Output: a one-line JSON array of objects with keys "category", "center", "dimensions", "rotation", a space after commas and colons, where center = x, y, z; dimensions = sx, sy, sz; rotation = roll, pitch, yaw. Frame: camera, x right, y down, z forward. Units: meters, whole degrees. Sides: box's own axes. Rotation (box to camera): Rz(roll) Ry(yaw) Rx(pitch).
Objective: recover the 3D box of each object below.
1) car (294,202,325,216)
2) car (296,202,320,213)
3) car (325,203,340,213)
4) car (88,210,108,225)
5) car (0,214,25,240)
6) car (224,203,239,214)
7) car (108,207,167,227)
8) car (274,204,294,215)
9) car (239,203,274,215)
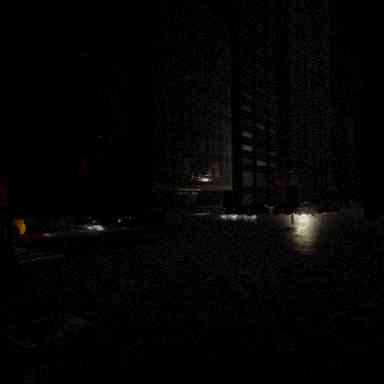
[{"category": "car", "center": [15.128, 2.232, 42.720], "dimensions": [1.837, 1.490, 4.892], "rotation": [-1, -1, 36]}, {"category": "car", "center": [18.548, 2.407, 53.037], "dimensions": [2.128, 1.511, 4.902], "rotation": [-1, -1, 36]}, {"category": "car", "center": [21.178, 2.415, 51.127], "dimensions": [2.033, 1.411, 5.357], "rotation": [-1, -1, 36]}, {"category": "car", "center": [-6.563, 2.109, 29.694], "dimensions": [2.033, 1.411, 5.357], "rotation": [-1, -1, 36]}, {"category": "car", "center": [-11.185, 1.806, 17.079], "dimensions": [1.882, 1.535, 5.008], "rotation": [-1, -2, 29]}, {"category": "car", "center": [6.425, 2.334, 47.510], "dimensions": [1.882, 1.535, 5.008], "rotation": [-1, -2, 36]}, {"category": "car", "center": [-4.133, 2.001, 27.509], "dimensions": [2.128, 1.511, 4.902], "rotation": [-1, -1, 36]}, {"category": "car", "center": [12.723, 2.328, 44.938], "dimensions": [2.033, 1.411, 5.357], "rotation": [-1, -1, 36]}, {"category": "car", "center": [8.825, 2.297, 45.287], "dimensions": [2.128, 1.511, 4.902], "rotation": [-1, -2, 36]}]
